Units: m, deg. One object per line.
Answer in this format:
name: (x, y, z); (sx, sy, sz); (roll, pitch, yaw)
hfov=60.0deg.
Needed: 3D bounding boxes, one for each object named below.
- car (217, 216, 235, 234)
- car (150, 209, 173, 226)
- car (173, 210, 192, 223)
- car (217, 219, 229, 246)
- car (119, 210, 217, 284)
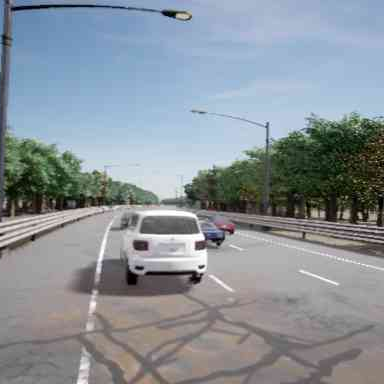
car: (2.069, 2.682, 27.720); (1.994, 1.385, 4.181); (2, -2, -12)
car: (-3.464, 2.786, 37.068); (1.882, 1.535, 5.008); (2, -2, -12)
car: (-1.319, 3.160, 43.948); (1.812, 1.442, 4.674); (2, -2, -10)
car: (0.359, 2.362, 19.635); (1.895, 1.301, 4.718); (2, -2, -13)
car: (-1.151, 1.616, 11.048); (2.150, 2.045, 5.566); (2, -2, -14)
